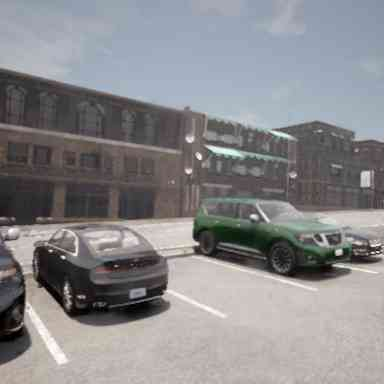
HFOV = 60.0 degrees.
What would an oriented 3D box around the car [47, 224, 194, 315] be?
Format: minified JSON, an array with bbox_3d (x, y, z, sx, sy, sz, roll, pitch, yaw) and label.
[{"bbox_3d":[-2.334,1.478,7.718,2.231,1.521,4.892,0,0,-36],"label":"car"}]

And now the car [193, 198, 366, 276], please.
[{"bbox_3d":[2.243,1.233,10.954,2.435,2.045,5.566,0,0,-35],"label":"car"}]

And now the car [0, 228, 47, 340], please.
[{"bbox_3d":[-4.605,1.229,6.071,2.435,2.045,5.566,0,0,-36],"label":"car"}]

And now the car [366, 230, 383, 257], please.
[{"bbox_3d":[4.503,1.493,12.607,2.231,1.521,4.892,0,0,-35],"label":"car"}]
